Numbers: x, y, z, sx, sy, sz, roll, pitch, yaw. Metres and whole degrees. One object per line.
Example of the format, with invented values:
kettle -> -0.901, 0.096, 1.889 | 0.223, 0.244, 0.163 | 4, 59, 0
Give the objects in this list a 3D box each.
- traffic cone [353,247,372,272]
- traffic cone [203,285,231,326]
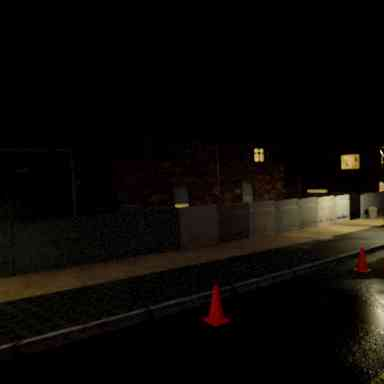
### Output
traffic cone -> 4.357, 1.703, 8.506 | 0.340, 0.580, 0.340 | -2, 1, -38
traffic cone -> 0.408, 1.852, 5.541 | 0.340, 0.580, 0.340 | -2, 1, -36
